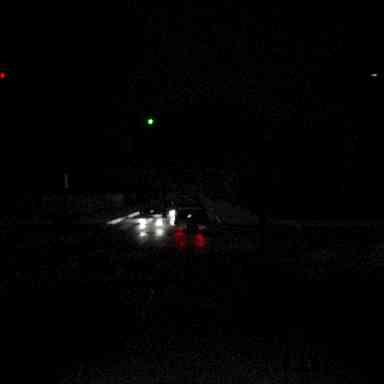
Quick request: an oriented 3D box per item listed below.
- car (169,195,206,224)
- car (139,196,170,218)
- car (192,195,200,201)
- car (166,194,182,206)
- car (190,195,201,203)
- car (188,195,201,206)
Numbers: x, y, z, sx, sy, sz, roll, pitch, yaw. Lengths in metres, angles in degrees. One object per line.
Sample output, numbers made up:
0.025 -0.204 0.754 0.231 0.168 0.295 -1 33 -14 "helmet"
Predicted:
-0.121 1.154 21.467 2.128 1.511 4.902 0 0 0 "car"
-2.879 1.217 26.145 1.994 1.385 4.181 0 0 1 "car"
0.975 1.282 77.535 1.895 1.301 4.718 0 0 1 "car"
-2.435 1.101 46.474 1.882 1.535 5.008 0 0 2 "car"
0.706 1.201 61.362 1.994 1.385 4.181 0 0 2 "car"
0.393 1.148 47.260 1.812 1.442 4.674 0 0 2 "car"
